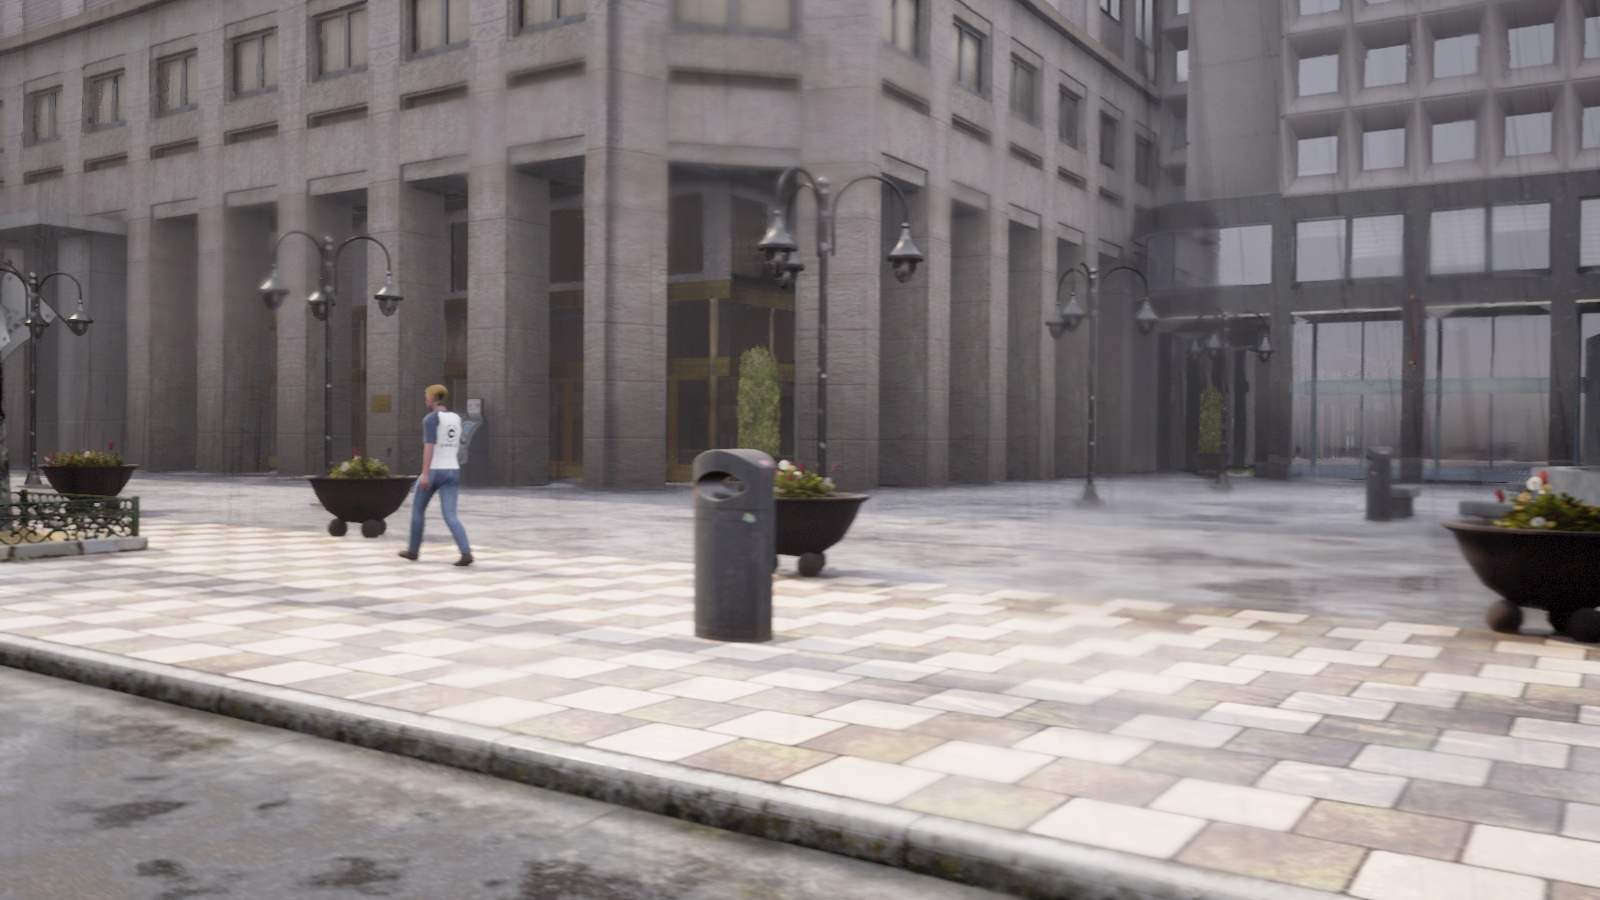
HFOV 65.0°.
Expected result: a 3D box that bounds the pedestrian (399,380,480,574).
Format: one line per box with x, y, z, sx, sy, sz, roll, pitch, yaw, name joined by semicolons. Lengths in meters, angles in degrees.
-3.518;0.253;12.246;0.706;1.836;0.354;0;1;31;pedestrian
